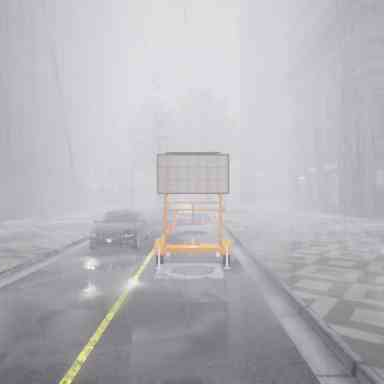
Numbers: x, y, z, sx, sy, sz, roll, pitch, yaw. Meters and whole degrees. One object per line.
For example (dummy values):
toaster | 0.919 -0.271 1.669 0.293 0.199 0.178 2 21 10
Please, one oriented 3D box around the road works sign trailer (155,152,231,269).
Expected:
road works sign trailer | 0.035 0.466 11.139 2.380 3.560 2.880 0 0 0

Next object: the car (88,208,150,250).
car | -2.959 1.509 14.321 1.837 1.490 4.892 0 0 0
